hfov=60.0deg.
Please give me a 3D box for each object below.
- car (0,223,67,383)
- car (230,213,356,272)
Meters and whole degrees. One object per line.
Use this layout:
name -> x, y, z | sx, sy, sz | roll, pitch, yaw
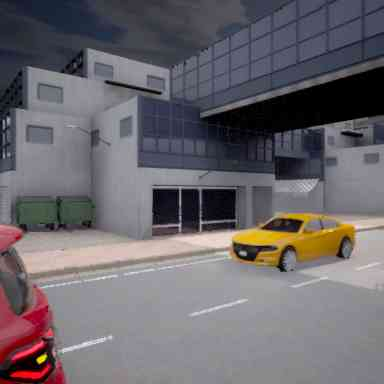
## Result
car -> -3.436, 1.224, 1.294 | 5.566, 2.045, 2.150 | 0, 0, -38
car -> 3.451, 1.478, 10.981 | 5.008, 1.535, 1.882 | 0, 0, -37
